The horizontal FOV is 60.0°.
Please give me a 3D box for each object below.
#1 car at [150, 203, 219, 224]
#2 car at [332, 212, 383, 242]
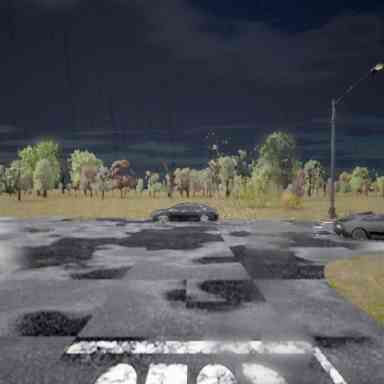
[{"bbox_3d":[-0.528,1.533,23.795,4.892,1.490,1.837,1,0,0],"label":"car"},{"bbox_3d":[9.360,1.730,16.734,4.181,1.385,1.994,1,1,0],"label":"car"}]
